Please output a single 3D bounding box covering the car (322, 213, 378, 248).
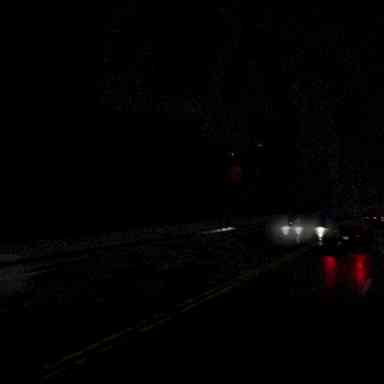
[{"bbox_3d":[8.564,2.058,17.778,1.812,1.442,4.674,-2,-3,33],"label":"car"}]

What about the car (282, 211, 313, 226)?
[{"bbox_3d":[10.770,2.634,33.606,2.033,1.411,5.357,-2,-3,33],"label":"car"}]

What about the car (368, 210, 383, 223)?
[{"bbox_3d":[18.243,2.497,32.847,2.033,1.411,5.357,-2,-3,33],"label":"car"}]

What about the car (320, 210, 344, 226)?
[{"bbox_3d":[13.755,2.469,32.240,1.882,1.535,5.008,-2,-3,33],"label":"car"}]
